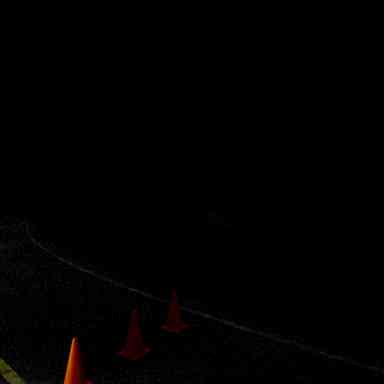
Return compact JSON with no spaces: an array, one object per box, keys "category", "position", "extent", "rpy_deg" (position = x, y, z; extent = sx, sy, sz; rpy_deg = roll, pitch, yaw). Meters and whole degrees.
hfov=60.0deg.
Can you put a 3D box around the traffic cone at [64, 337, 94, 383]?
[{"category":"traffic cone","position":[-1.321,1.945,3.766],"extent":[0.340,0.580,0.340],"rpy_deg":[1,1,31]}]

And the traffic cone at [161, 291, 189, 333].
[{"category":"traffic cone","position":[-0.283,1.932,5.467],"extent":[0.340,0.580,0.340],"rpy_deg":[1,1,31]}]

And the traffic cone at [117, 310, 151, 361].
[{"category":"traffic cone","position":[-0.802,1.938,4.617],"extent":[0.340,0.580,0.340],"rpy_deg":[1,1,31]}]
